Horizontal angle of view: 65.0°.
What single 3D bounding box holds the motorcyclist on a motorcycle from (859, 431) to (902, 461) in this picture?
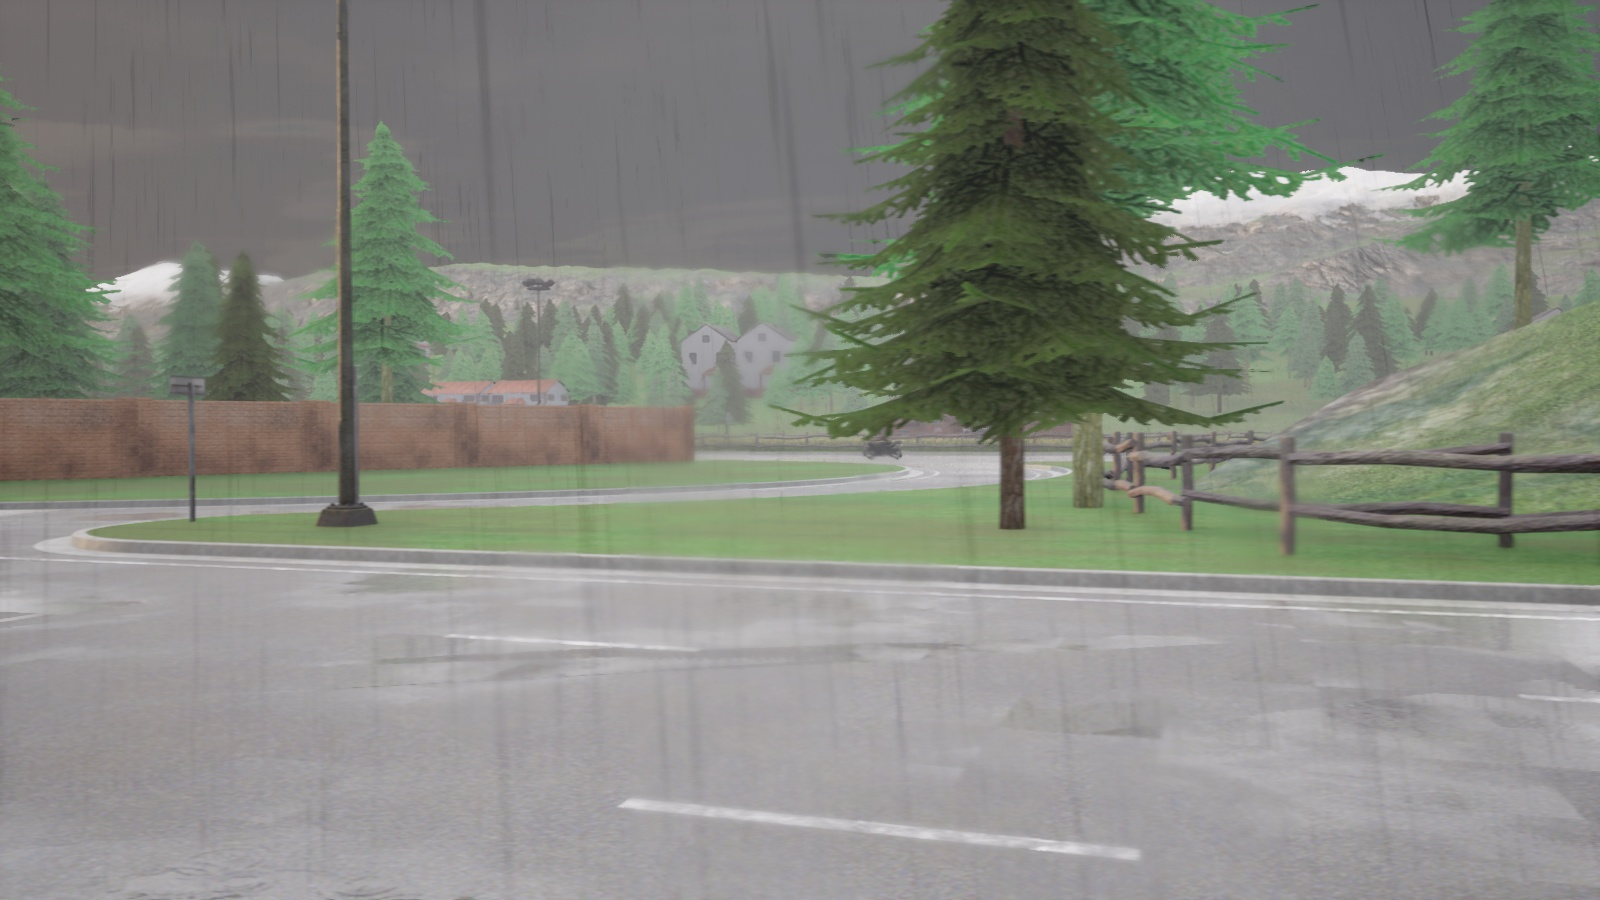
[{"bbox_3d":[4.106,-0.204,64.212,2.044,1.523,0.797,1,1,19],"label":"motorcyclist on a motorcycle"}]
